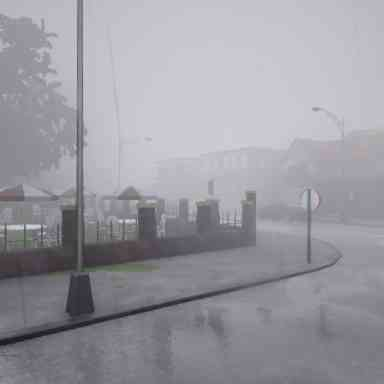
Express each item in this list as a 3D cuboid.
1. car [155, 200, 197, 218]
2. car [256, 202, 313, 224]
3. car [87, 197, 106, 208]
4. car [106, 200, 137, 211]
[{"bbox_3d":[-1.477,1.491,29.633,2.128,1.511,4.902,0,0,-36],"label":"car"},{"bbox_3d":[6.638,1.477,25.070,1.882,1.535,5.008,0,0,-33],"label":"car"},{"bbox_3d":[-13.542,1.503,46.596,1.837,1.490,4.892,0,0,-35],"label":"car"},{"bbox_3d":[-7.546,1.547,38.129,2.033,1.411,5.357,0,0,-36],"label":"car"}]
